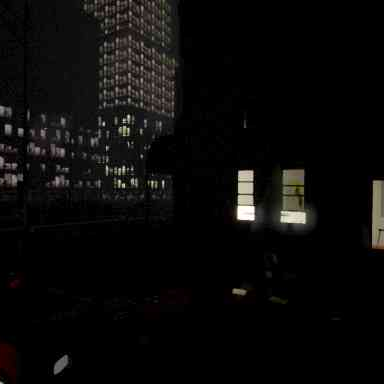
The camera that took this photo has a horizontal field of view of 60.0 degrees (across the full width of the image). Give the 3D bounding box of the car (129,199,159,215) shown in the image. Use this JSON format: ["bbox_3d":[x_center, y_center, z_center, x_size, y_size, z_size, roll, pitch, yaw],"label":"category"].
[{"bbox_3d":[-5.513,1.773,36.478,1.802,1.307,4.206,1,0,34],"label":"car"}]

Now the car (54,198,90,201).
[{"bbox_3d":[-12.236,1.574,37.116,2.128,1.511,4.902,1,0,35],"label":"car"}]

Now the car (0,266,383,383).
[{"bbox_3d":[-0.011,1.544,2.831,4.507,1.381,1.887,0,1,34],"label":"car"}]

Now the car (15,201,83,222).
[{"bbox_3d":[-11.696,1.690,27.426,2.008,1.369,4.403,1,0,34],"label":"car"}]

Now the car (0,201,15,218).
[{"bbox_3d":[-17.529,1.543,29.373,1.837,1.490,4.892,1,0,34],"label":"car"}]

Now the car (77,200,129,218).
[{"bbox_3d":[-8.603,1.731,31.953,1.947,1.339,4.313,1,0,34],"label":"car"}]
